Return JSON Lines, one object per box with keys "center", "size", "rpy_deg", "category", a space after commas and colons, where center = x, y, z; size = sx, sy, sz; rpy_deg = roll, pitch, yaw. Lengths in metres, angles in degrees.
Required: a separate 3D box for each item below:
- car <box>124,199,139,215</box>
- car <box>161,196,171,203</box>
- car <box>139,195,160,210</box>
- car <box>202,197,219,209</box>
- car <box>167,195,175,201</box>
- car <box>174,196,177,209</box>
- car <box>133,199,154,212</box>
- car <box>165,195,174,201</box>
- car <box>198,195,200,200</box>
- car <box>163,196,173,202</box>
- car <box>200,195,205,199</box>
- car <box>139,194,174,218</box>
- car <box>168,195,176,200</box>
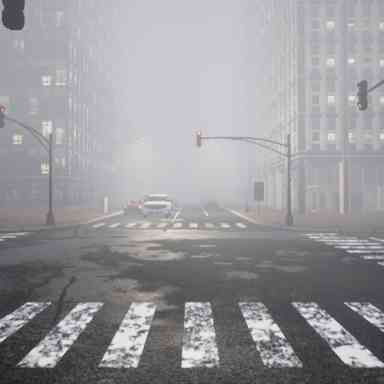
{"center": [-5.670, 1.452, 33.748], "size": [1.967, 1.590, 4.097], "rpy_deg": [1, 0, 0], "category": "car"}
{"center": [-5.667, 1.571, 72.774], "size": [1.887, 1.381, 4.507], "rpy_deg": [1, 0, 0], "category": "car"}
{"center": [-5.666, 1.331, 44.898], "size": [2.192, 1.841, 5.009], "rpy_deg": [1, 0, 0], "category": "car"}
{"center": [2.708, 1.598, 44.959], "size": [1.802, 1.307, 4.206], "rpy_deg": [1, 0, 0], "category": "car"}
{"center": [-5.665, 1.585, 89.500], "size": [2.008, 1.369, 4.403], "rpy_deg": [1, 0, 0], "category": "car"}
{"center": [-3.093, 1.540, 40.235], "size": [1.812, 1.442, 4.674], "rpy_deg": [0, 0, 0], "category": "car"}
{"center": [-5.672, 1.596, 39.323], "size": [1.802, 1.307, 4.206], "rpy_deg": [1, 0, 0], "category": "car"}
{"center": [-5.666, 1.576, 83.924], "size": [1.887, 1.381, 4.507], "rpy_deg": [1, 0, 0], "category": "car"}
{"center": [2.711, 1.588, 61.692], "size": [1.947, 1.339, 4.313], "rpy_deg": [1, 0, 0], "category": "car"}
{"center": [-5.666, 1.580, 78.349], "size": [2.008, 1.369, 4.403], "rpy_deg": [1, 0, 0], "category": "car"}
{"center": [2.712, 1.546, 56.285], "size": [1.752, 1.417, 4.829], "rpy_deg": [1, 0, 0], "category": "car"}
{"center": [-3.094, 1.232, 30.313], "size": [2.150, 2.045, 5.566], "rpy_deg": [0, 0, 0], "category": "car"}
{"center": [-5.665, 1.602, 95.075], "size": [1.947, 1.339, 4.313], "rpy_deg": [1, 0, 0], "category": "car"}
